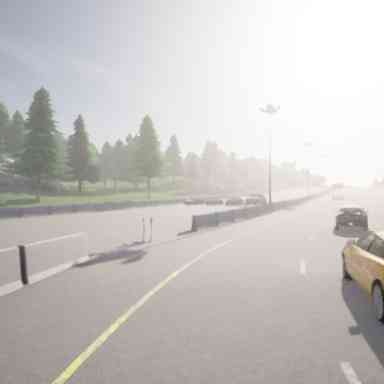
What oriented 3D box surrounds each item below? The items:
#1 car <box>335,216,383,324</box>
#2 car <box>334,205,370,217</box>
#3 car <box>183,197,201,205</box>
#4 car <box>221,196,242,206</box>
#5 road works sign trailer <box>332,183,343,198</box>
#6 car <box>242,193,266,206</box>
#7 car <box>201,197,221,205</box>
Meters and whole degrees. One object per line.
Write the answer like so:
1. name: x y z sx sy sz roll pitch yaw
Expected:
1. car: 4.523 1.532 7.027 1.882 1.535 5.008 0 0 14
2. car: 10.550 1.627 22.032 1.837 1.490 4.892 0 1 27
3. car: 0.439 1.507 57.143 2.033 1.411 5.357 0 1 27
4. car: 7.033 1.412 54.718 1.882 1.535 5.008 0 1 27
5. road works sign trailer: 34.462 -0.364 78.569 2.380 3.560 2.880 0 2 24
6. car: 10.244 1.146 53.317 2.150 2.045 5.566 0 1 27
7. car: 3.807 1.509 56.079 1.994 1.385 4.181 0 1 27
